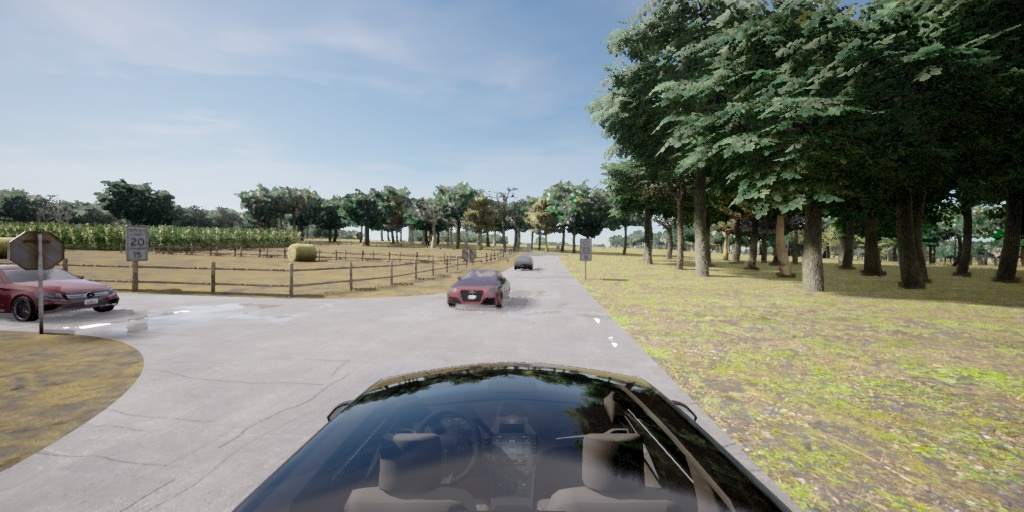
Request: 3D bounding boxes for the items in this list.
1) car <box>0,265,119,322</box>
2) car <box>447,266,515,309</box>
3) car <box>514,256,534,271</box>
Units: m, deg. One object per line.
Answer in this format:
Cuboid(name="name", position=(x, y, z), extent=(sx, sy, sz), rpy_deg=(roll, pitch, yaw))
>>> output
Cuboid(name="car", position=(-14.233, 0.988, 10.461), extent=(4.674, 1.442, 1.812), rpy_deg=(1, 1, 7))
Cuboid(name="car", position=(-1.179, 1.229, 14.324), extent=(1.994, 1.385, 4.181), rpy_deg=(1, 0, 6))
Cuboid(name="car", position=(1.290, 0.732, 38.182), extent=(1.882, 1.535, 5.008), rpy_deg=(0, 1, 6))
